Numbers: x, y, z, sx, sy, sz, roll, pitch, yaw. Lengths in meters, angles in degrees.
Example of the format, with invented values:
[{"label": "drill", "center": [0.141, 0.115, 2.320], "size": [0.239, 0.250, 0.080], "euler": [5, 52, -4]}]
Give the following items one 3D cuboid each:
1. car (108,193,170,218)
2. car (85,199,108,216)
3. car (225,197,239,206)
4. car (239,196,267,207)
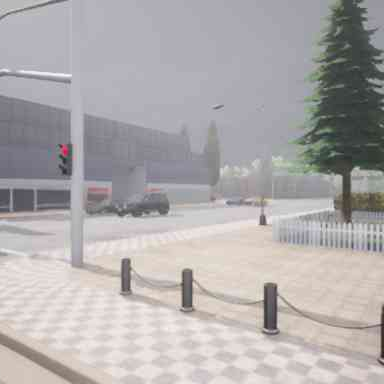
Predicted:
[{"label": "car", "center": [-4.257, 1.098, 29.275], "size": [2.150, 2.045, 5.566], "euler": [0, 0, 36]}, {"label": "car", "center": [-7.539, 1.361, 30.705], "size": [1.837, 1.490, 4.892], "euler": [0, 0, 36]}, {"label": "car", "center": [7.135, 1.404, 51.026], "size": [2.033, 1.411, 5.357], "euler": [0, 0, 36]}, {"label": "car", "center": [9.178, 1.355, 47.895], "size": [1.882, 1.535, 5.008], "euler": [0, 0, 36]}]
